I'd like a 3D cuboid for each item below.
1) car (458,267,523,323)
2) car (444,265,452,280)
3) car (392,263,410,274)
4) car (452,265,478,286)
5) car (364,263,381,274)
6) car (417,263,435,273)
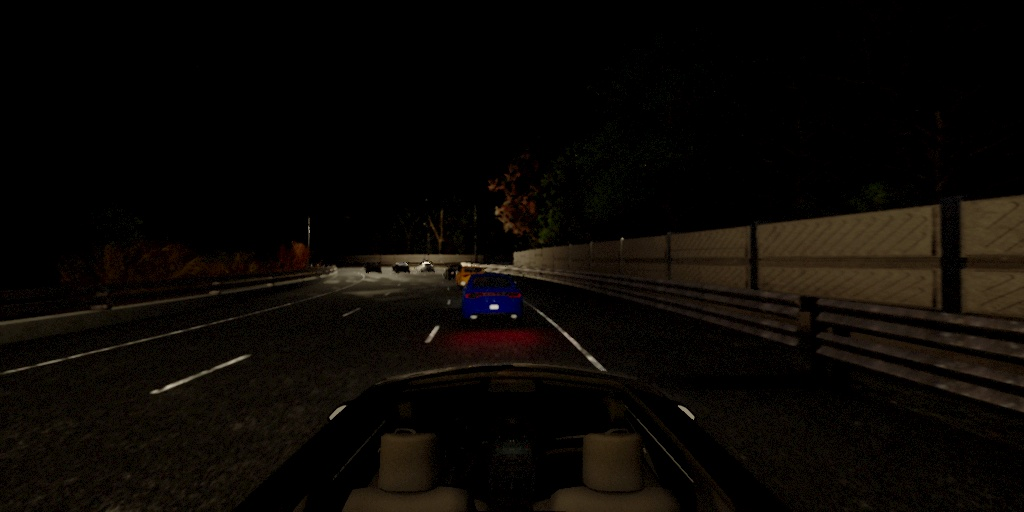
[{"bbox_3d":[-0.787,1.331,12.713,1.882,1.535,5.008,0,0,-6],"label":"car"},{"bbox_3d":[-5.585,1.609,35.495,2.033,1.411,5.357,0,-1,-16],"label":"car"},{"bbox_3d":[-15.817,1.705,50.966,2.128,1.511,4.902,0,-1,-27],"label":"car"},{"bbox_3d":[-2.884,1.442,25.127,1.882,1.535,5.008,0,-1,-13],"label":"car"},{"bbox_3d":[-20.000,1.700,51.426,1.882,1.535,5.008,0,-1,-28],"label":"car"},{"bbox_3d":[-12.687,1.749,52.547,1.812,1.442,4.674,0,-1,-27],"label":"car"}]
